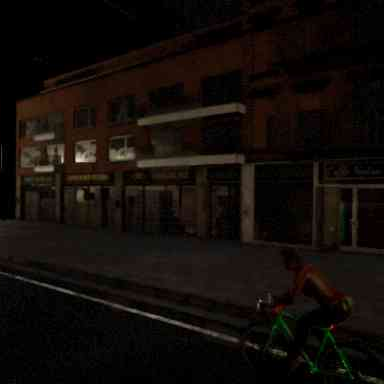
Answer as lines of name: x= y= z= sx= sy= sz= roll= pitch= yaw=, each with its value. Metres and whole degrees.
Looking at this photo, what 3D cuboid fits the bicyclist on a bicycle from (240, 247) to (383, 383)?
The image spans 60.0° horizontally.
bicyclist on a bicycle: x=1.274 y=1.465 z=3.746 sx=1.656 sy=1.620 sz=0.582 roll=-1 pitch=0 yaw=36
